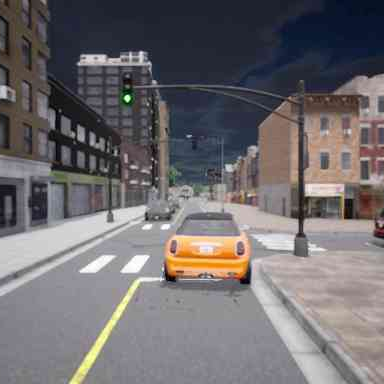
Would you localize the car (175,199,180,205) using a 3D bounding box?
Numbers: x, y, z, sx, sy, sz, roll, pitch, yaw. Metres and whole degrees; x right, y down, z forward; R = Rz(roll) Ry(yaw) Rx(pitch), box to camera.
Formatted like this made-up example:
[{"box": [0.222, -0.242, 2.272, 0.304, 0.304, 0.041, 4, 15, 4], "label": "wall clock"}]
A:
[{"box": [-2.839, 1.721, 38.971, 2.033, 1.411, 5.357, 0, -1, 0], "label": "car"}]

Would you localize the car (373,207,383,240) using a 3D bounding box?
[{"box": [10.819, 1.611, 14.872, 5.009, 1.841, 2.192, 1, -1, 0], "label": "car"}]

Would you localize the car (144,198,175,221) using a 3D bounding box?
[{"box": [-2.800, 1.448, 28.334, 2.097, 1.767, 4.553, 0, 0, -1], "label": "car"}]

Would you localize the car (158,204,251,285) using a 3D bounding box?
[{"box": [0.621, 1.366, 9.780, 2.097, 1.767, 4.553, 0, 0, 8], "label": "car"}]

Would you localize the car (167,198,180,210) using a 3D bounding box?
[{"box": [-2.812, 1.803, 51.302, 1.837, 1.490, 4.892, 0, 1, 0], "label": "car"}]
